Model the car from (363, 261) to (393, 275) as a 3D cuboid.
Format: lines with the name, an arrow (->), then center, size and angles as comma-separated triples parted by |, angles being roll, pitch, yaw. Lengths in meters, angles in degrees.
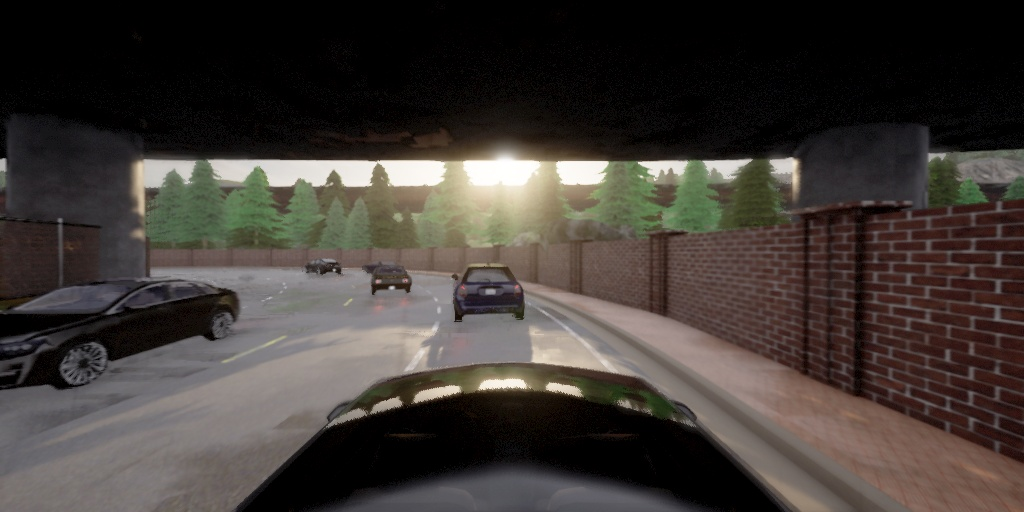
car -> -12.022, 1.098, 33.215 | 1.895, 1.301, 4.718 | 0, 1, -45

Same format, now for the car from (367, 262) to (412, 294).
car -> -6.539, 1.211, 19.108 | 1.895, 1.301, 4.718 | 0, 0, -22

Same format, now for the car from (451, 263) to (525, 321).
car -> -0.967, 1.017, 12.263 | 2.097, 1.767, 4.553 | 0, 0, -10

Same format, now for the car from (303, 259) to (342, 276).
car -> -17.734, 1.000, 33.505 | 4.892, 1.490, 1.837 | 0, 0, 39

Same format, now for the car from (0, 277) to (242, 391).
car -> -7.437, 1.201, 6.787 | 2.128, 1.511, 4.902 | 0, 0, -5
